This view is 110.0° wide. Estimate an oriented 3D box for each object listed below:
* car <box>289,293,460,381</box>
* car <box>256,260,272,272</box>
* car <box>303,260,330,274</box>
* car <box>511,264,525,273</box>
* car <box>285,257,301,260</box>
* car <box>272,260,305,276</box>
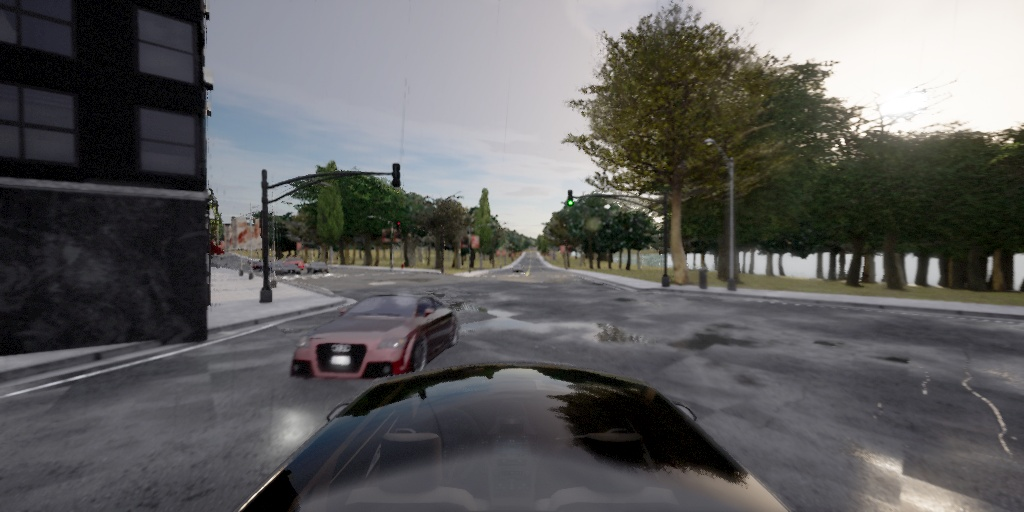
[{"bbox_3d":[-2.417,1.481,7.391,1.994,1.385,4.181,0,-3,5],"label":"car"},{"bbox_3d":[-35.768,1.641,52.668,1.895,1.301,4.718,-1,0,-41],"label":"car"},{"bbox_3d":[-24.030,1.442,44.353,1.837,1.490,4.892,-1,1,-41],"label":"car"},{"bbox_3d":[1.058,2.191,60.638,1.837,1.490,4.892,0,1,3],"label":"car"},{"bbox_3d":[-33.527,1.219,55.046,2.150,2.045,5.566,-1,0,-42],"label":"car"},{"bbox_3d":[-26.052,1.545,41.733,1.994,1.385,4.181,-1,1,-42],"label":"car"}]
